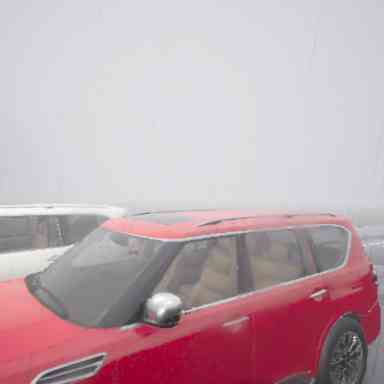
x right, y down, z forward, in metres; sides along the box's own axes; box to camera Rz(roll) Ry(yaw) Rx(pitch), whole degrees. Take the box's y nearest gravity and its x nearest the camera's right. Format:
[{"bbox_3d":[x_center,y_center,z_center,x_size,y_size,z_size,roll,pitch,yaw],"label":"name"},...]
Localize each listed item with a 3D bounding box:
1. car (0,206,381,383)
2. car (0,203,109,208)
[{"bbox_3d":[-0.167,1.244,3.568,5.566,2.045,2.150,1,-1,-36],"label":"car"},{"bbox_3d":[-3.461,1.223,5.209,5.566,2.045,2.150,1,-1,-36],"label":"car"}]
